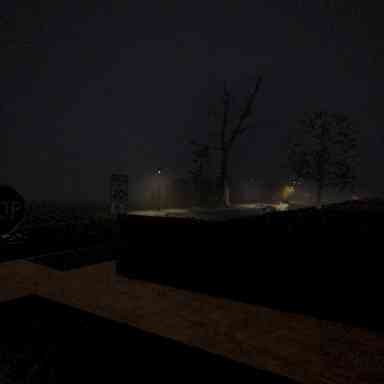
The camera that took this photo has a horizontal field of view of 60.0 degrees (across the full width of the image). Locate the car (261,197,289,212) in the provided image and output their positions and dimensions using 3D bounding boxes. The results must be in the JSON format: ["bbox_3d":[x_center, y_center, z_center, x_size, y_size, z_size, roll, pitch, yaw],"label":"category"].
[{"bbox_3d":[9.618,1.656,38.217,1.895,1.301,4.718,5,2,33],"label":"car"}]

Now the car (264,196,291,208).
[{"bbox_3d":[12.257,1.432,47.377,2.033,1.411,5.357,5,2,33],"label":"car"}]
